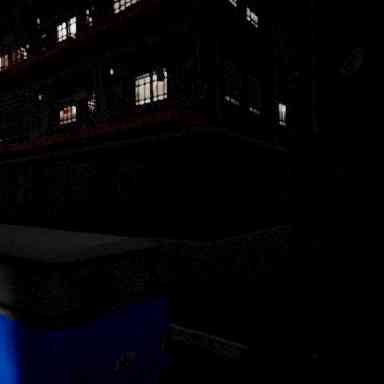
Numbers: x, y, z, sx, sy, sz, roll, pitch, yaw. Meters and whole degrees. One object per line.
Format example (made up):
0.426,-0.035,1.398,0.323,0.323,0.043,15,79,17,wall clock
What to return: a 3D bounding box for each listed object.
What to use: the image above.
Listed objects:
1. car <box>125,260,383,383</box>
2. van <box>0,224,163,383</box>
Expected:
2.365,1.306,1.009,5.009,1.841,2.192,0,-1,36,car
-2.129,1.370,4.234,3.998,1.788,1.690,-1,-1,36,van
